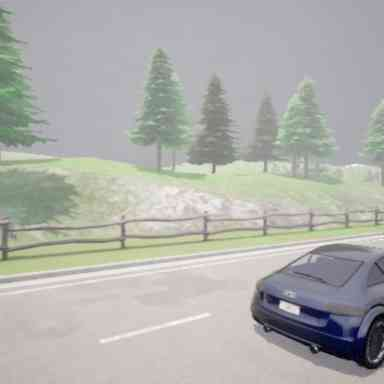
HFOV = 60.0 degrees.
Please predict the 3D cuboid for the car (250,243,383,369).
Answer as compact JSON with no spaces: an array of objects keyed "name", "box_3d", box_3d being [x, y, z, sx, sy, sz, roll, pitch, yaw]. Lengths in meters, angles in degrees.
[{"name":"car","box_3d":[3.017,1.639,5.895,4.181,1.385,1.994,1,0,-35]}]
